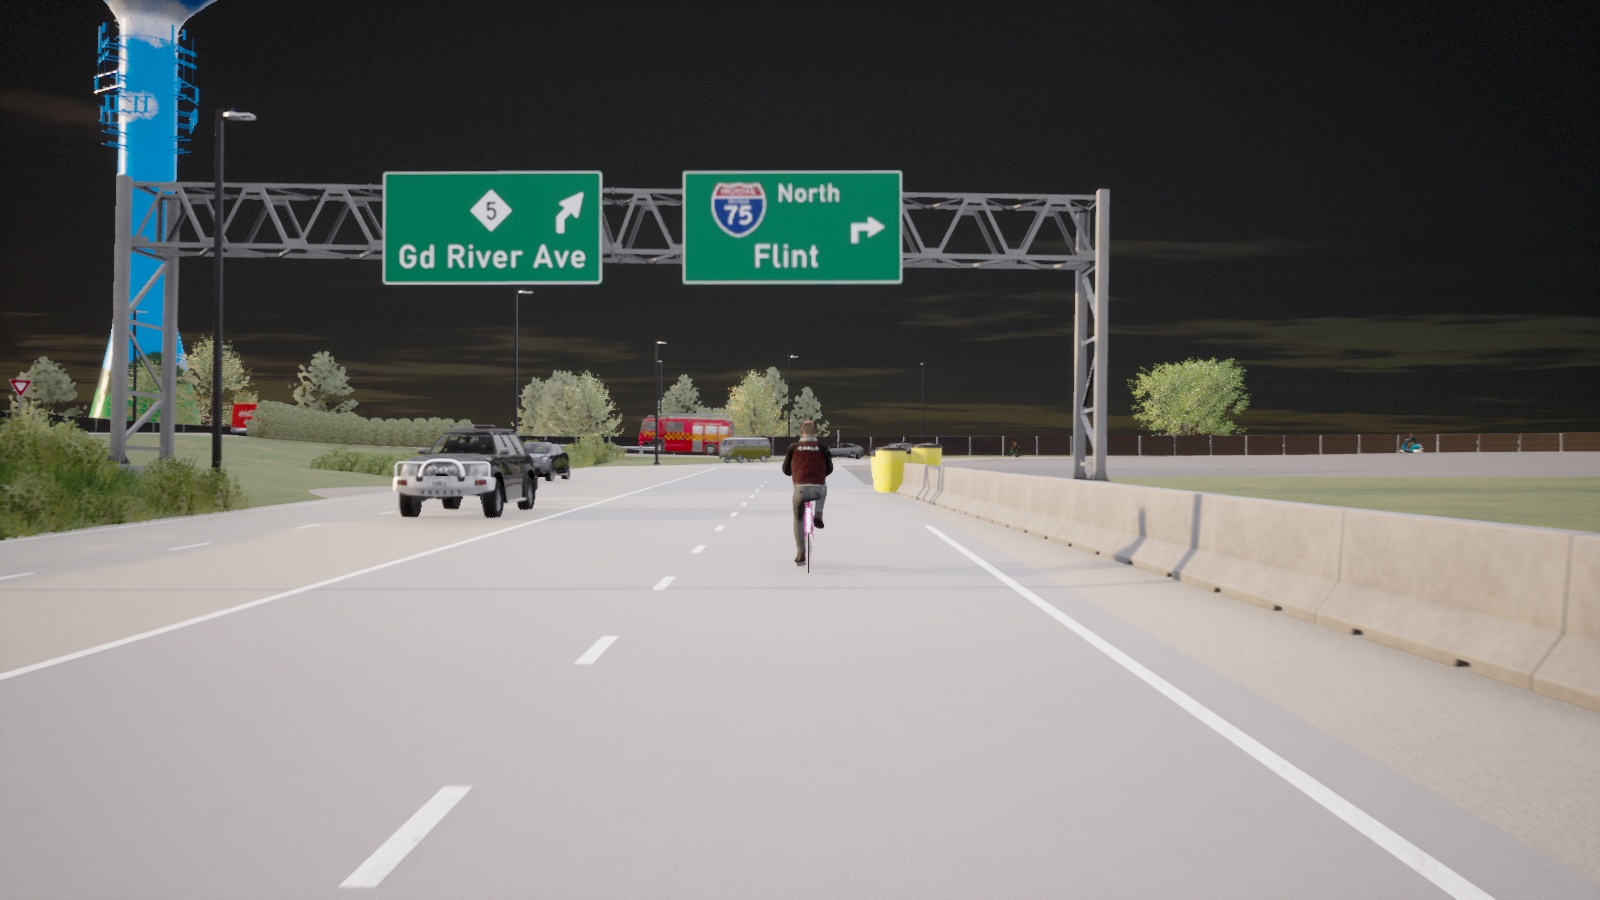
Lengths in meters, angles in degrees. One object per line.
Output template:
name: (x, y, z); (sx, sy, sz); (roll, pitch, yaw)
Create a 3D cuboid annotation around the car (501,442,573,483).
car: (-10.011, 0.453, 47.993); (1.845, 1.501, 3.633); (0, 0, 3)

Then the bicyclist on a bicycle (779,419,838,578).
bicyclist on a bicycle: (0.101, 0.532, 14.966); (0.659, 1.776, 1.843); (0, 1, 0)

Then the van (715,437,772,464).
van: (-4.323, 0.024, 97.178); (1.775, 1.987, 4.442); (0, 1, 42)

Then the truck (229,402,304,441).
truck: (-38.568, -2.029, 90.907); (2.627, 2.467, 5.204); (0, -2, 8)

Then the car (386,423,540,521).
car: (-6.835, 0.400, 25.983); (1.932, 1.855, 4.605); (0, 0, 0)
